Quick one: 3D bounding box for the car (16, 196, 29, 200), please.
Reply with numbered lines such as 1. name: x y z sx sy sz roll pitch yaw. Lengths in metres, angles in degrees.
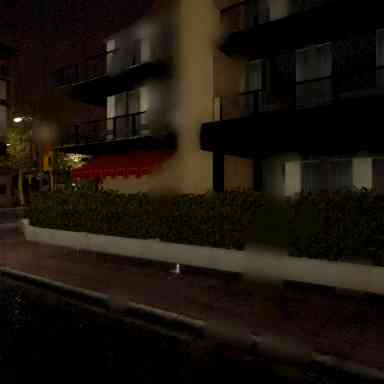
1. car: -36.129 1.481 67.948 4.892 1.521 2.231 0 0 36
